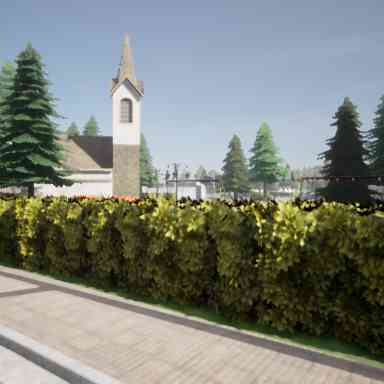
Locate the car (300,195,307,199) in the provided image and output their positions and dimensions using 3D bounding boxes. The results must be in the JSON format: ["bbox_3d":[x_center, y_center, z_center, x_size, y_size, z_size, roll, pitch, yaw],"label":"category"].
[{"bbox_3d":[31.100,1.319,87.582,3.633,1.501,1.845,0,0,35],"label":"car"}]

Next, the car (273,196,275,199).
[{"bbox_3d":[18.012,1.330,82.299,5.027,1.636,2.152,0,0,35],"label":"car"}]

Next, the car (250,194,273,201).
[{"bbox_3d":[16.252,1.339,79.702,4.514,1.523,2.007,0,0,35],"label":"car"}]
